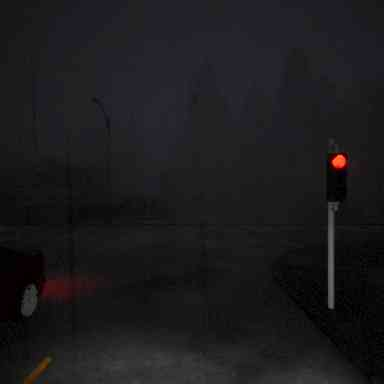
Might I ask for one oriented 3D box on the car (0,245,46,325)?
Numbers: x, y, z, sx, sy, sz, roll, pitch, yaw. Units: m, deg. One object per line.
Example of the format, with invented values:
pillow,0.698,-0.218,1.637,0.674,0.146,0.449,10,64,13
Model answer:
car,-3.843,1.477,4.444,1.882,1.535,5.008,0,0,2
